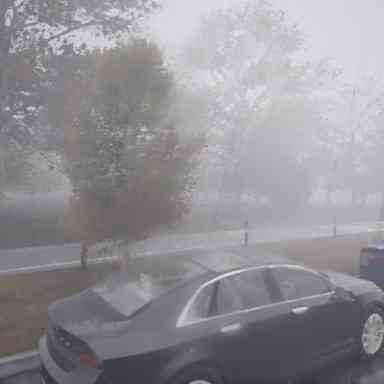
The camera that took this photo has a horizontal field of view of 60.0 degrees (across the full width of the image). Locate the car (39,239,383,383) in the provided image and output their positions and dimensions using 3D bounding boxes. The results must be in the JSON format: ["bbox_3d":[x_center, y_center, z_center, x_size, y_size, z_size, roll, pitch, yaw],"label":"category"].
[{"bbox_3d":[0.683,1.492,4.373,4.892,1.521,2.231,0,0,-33],"label":"car"}]
